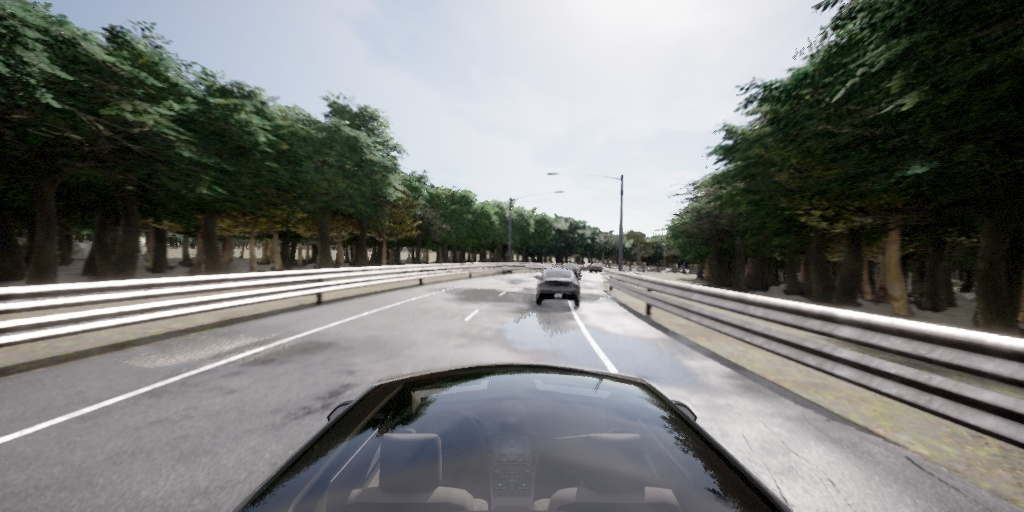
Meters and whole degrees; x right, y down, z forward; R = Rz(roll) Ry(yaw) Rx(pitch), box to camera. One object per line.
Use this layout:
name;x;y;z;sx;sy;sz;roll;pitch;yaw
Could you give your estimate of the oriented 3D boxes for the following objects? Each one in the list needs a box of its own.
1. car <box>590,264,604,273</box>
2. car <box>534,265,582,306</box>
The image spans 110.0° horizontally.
car;14.119;2.032;58.430;1.837;1.490;4.892;1;-1;29
car;2.095;1.330;16.440;1.837;1.490;4.892;1;0;7
